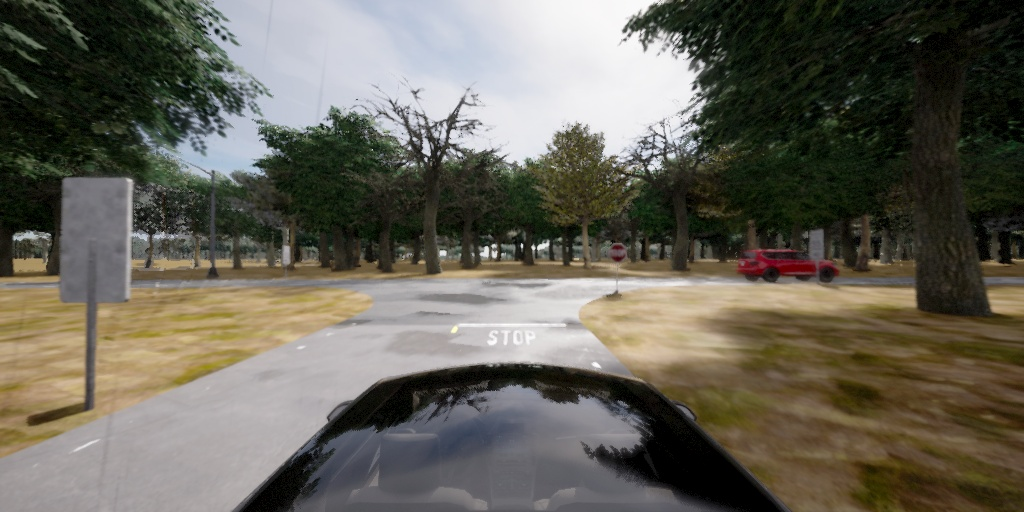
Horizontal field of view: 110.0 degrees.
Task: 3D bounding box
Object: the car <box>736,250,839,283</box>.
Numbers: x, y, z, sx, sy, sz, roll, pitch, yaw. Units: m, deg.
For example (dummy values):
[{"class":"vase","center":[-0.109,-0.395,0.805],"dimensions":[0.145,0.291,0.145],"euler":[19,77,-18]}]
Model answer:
[{"class":"car","center":[17.582,0.629,23.090],"dimensions":[5.566,2.045,2.150],"euler":[0,-1,2]}]
